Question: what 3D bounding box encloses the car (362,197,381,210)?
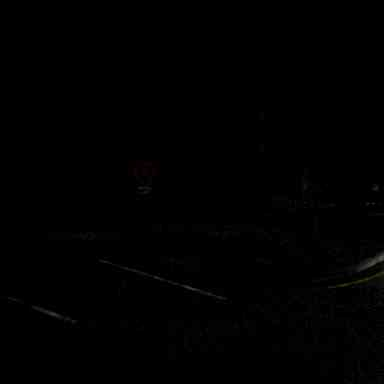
[{"bbox_3d":[19.741,1.228,38.766,2.033,1.411,5.357,0,2,-1],"label":"car"}]
